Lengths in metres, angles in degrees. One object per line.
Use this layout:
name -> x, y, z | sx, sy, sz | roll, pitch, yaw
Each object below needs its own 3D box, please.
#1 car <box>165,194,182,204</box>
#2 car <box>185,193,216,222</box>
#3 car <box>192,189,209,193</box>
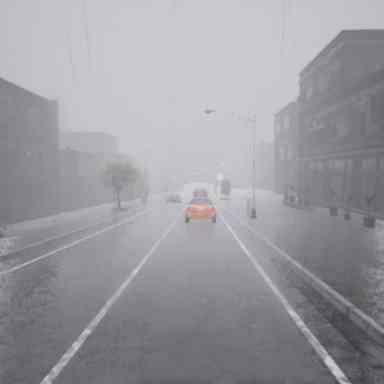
car -> -2.457, 0.937, 45.271 | 1.994, 1.385, 4.181 | 0, 1, 2
car -> 0.649, 1.155, 24.213 | 2.097, 1.767, 4.553 | 0, 1, 2
car -> 1.207, 0.535, 48.227 | 2.150, 2.045, 5.566 | 0, 2, 2
